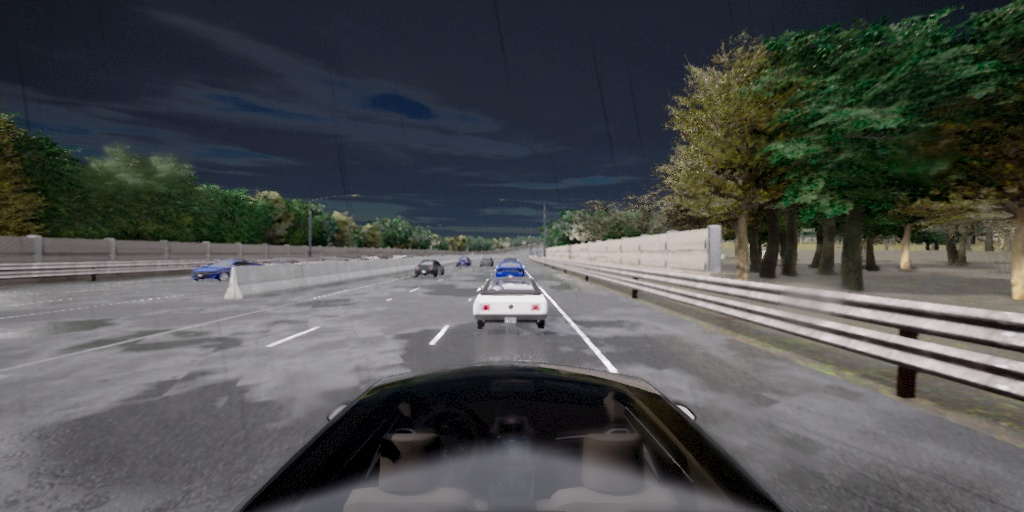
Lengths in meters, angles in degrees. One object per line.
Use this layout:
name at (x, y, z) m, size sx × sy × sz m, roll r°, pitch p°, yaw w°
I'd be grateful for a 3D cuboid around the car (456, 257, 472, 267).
car at (-7.180, 0.870, 54.195) m, size 1.812 × 1.442 × 4.674 m, roll 0°, pitch 0°, yaw 0°

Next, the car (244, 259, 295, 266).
car at (-17.703, 1.118, 27.374) m, size 1.994 × 1.385 × 4.181 m, roll 0°, pitch 0°, yaw 0°

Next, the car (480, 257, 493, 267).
car at (-3.680, 0.837, 54.007) m, size 2.128 × 1.511 × 4.902 m, roll 0°, pitch 0°, yaw 0°

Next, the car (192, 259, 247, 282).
car at (-21.202, 1.036, 26.860) m, size 1.882 × 1.535 × 5.008 m, roll 0°, pitch 0°, yaw 0°

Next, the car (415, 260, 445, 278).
car at (-7.048, 1.051, 30.849) m, size 1.812 × 1.442 × 4.674 m, roll 0°, pitch 1°, yaw 0°

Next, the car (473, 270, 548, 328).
car at (-0.038, 1.279, 11.050) m, size 1.895 × 1.301 × 4.718 m, roll 0°, pitch 0°, yaw 0°

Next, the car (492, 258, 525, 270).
car at (-0.107, 1.054, 24.178) m, size 1.882 × 1.535 × 5.008 m, roll 0°, pitch 1°, yaw 0°
